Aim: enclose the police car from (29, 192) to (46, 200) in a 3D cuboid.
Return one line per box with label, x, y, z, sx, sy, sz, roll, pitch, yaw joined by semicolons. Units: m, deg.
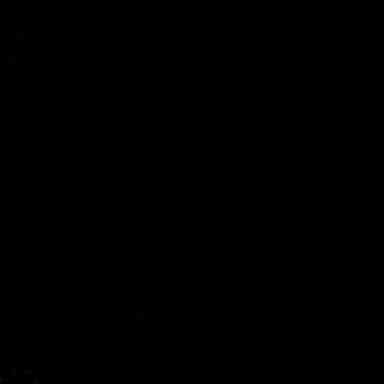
police car;-34.229;0.821;71.874;1.930;1.638;5.238;-1;-1;35
